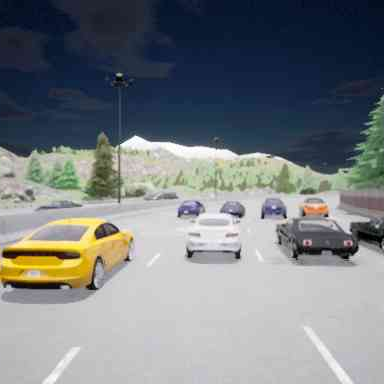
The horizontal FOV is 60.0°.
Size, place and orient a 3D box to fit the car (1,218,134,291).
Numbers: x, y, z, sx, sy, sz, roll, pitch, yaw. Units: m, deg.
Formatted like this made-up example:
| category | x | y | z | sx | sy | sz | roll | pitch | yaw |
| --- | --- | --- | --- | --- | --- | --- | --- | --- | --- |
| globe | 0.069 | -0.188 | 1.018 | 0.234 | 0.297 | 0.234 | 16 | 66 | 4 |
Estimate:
| category | x | y | z | sx | sy | sz | roll | pitch | yaw |
| --- | --- | --- | --- | --- | --- | --- | --- | --- | --- |
| car | -2.951 | 1.447 | 9.020 | 1.882 | 1.535 | 5.008 | 0 | 0 | 4 |

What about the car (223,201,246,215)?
| category | x | y | z | sx | sy | sz | roll | pitch | yaw |
| --- | --- | --- | --- | --- | --- | --- | --- | --- | --- |
| car | 3.680 | 1.495 | 29.686 | 1.994 | 1.385 | 4.181 | 0 | 0 | 13 |

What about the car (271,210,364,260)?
| category | x | y | z | sx | sy | sz | roll | pitch | yaw |
| --- | --- | --- | --- | --- | --- | --- | --- | --- | --- |
| car | 4.336 | 1.578 | 12.348 | 1.895 | 1.301 | 4.718 | 0 | 0 | 6 |

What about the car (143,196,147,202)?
| category | x | y | z | sx | sy | sz | roll | pitch | yaw |
| --- | --- | --- | --- | --- | --- | --- | --- | --- | --- |
| car | -8.376 | 1.154 | 69.540 | 2.097 | 1.767 | 4.553 | 0 | 0 | 26 |

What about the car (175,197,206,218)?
| category | x | y | z | sx | sy | sz | roll | pitch | yaw |
| --- | --- | --- | --- | --- | --- | --- | --- | --- | --- |
| car | -0.002 | 1.449 | 29.343 | 1.812 | 1.442 | 4.674 | 0 | 0 | 12 |

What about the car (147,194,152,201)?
| category | x | y | z | sx | sy | sz | roll | pitch | yaw |
| --- | --- | --- | --- | --- | --- | --- | --- | --- | --- |
| car | -6.402 | 1.339 | 65.458 | 1.812 | 1.442 | 4.674 | 0 | 0 | 24 |

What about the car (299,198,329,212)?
| category | x | y | z | sx | sy | sz | roll | pitch | yaw |
| --- | --- | --- | --- | --- | --- | --- | --- | --- | --- |
| car | 10.996 | 1.298 | 30.249 | 2.097 | 1.767 | 4.553 | 0 | 0 | 13 |

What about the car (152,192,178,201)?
| category | x | y | z | sx | sy | sz | roll | pitch | yaw |
| --- | --- | --- | --- | --- | --- | --- | --- | --- | --- |
| car | -4.583 | 1.052 | 60.949 | 2.150 | 2.045 | 5.566 | 0 | 0 | 24 |

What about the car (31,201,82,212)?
| category | x | y | z | sx | sy | sz | roll | pitch | yaw |
| --- | --- | --- | --- | --- | --- | --- | --- | --- | --- |
| car | -11.217 | 1.448 | 28.056 | 2.033 | 1.411 | 5.357 | 0 | 0 | 11 |

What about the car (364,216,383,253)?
| category | x | y | z | sx | sy | sz | roll | pitch | yaw |
| --- | --- | --- | --- | --- | --- | --- | --- | --- | --- |
| car | 7.924 | 1.585 | 13.119 | 1.895 | 1.301 | 4.718 | 0 | 0 | 6 |

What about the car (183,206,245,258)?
| category | x | y | z | sx | sy | sz | roll | pitch | yaw |
| --- | --- | --- | --- | --- | --- | --- | --- | --- | --- |
| car | 0.871 | 1.494 | 12.605 | 1.812 | 1.442 | 4.674 | 0 | 0 | 6 |

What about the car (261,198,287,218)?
| category | x | y | z | sx | sy | sz | roll | pitch | yaw |
| --- | --- | --- | --- | --- | --- | --- | --- | --- | --- |
| car | 7.228 | 1.291 | 29.511 | 2.097 | 1.767 | 4.553 | 0 | 0 | 13 |
